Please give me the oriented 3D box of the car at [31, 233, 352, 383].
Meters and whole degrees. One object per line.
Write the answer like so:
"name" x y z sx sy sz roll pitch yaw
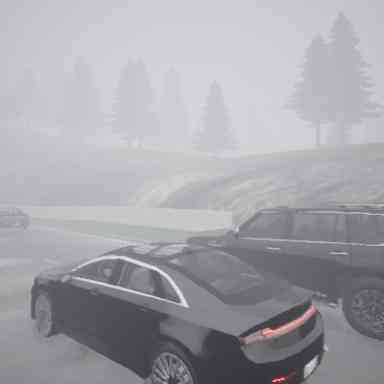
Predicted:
"car" -0.632 1.519 4.893 4.902 1.511 2.128 -1 0 42

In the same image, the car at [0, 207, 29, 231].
"car" -12.024 1.666 20.858 4.902 1.511 2.128 -1 -1 40

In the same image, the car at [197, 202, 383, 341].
"car" 2.242 1.243 6.841 5.566 2.045 2.150 -1 0 40
